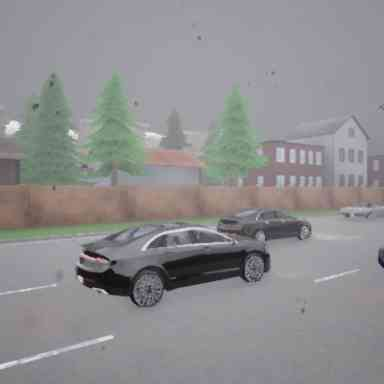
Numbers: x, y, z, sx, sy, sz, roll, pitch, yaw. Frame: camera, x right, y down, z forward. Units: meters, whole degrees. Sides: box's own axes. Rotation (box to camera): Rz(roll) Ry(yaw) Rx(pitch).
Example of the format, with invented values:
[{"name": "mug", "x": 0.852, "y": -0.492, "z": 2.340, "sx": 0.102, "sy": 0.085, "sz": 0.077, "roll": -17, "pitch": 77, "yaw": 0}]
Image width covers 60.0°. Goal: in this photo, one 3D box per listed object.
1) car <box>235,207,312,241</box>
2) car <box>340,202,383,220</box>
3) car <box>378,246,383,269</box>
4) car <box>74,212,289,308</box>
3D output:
[{"name": "car", "x": 3.293, "y": 1.439, "z": 14.695, "sx": 4.892, "sy": 1.490, "sz": 1.837, "roll": 0, "pitch": 0, "yaw": -35}, {"name": "car", "x": 14.007, "y": 1.442, "z": 26.639, "sx": 4.718, "sy": 1.301, "sz": 1.895, "roll": 0, "pitch": 0, "yaw": -36}, {"name": "car", "x": 6.895, "y": 1.538, "z": 8.664, "sx": 4.718, "sy": 1.301, "sz": 1.895, "roll": 0, "pitch": 0, "yaw": -36}, {"name": "car", "x": -0.213, "y": 1.466, "z": 7.894, "sx": 4.902, "sy": 1.511, "sz": 2.128, "roll": 0, "pitch": 0, "yaw": -36}]
